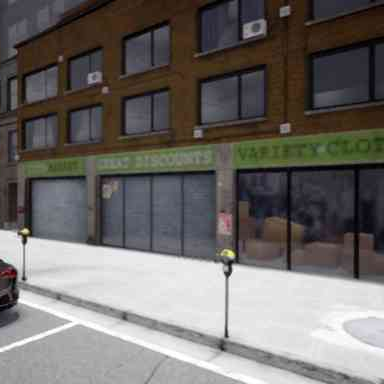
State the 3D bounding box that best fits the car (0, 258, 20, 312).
[{"bbox_3d":[-5.129,1.640,6.610,4.313,1.339,1.947,-1,0,36],"label":"car"}]
